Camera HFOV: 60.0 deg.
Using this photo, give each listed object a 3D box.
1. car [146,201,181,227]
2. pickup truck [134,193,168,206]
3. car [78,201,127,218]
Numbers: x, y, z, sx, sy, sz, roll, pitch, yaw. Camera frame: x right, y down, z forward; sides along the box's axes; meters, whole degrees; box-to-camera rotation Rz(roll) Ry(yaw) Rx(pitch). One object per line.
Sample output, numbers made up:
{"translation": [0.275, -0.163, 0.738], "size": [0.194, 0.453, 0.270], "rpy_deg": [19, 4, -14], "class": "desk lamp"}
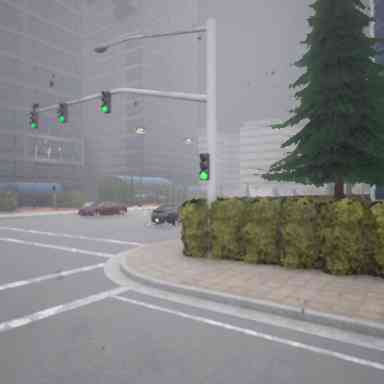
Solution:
{"translation": [-0.912, 1.588, 23.877], "size": [1.837, 1.490, 4.892], "rpy_deg": [0, 0, 35], "class": "car"}
{"translation": [-7.260, 1.237, 55.899], "size": [6.274, 2.098, 2.390], "rpy_deg": [0, 0, -24], "class": "pickup truck"}
{"translation": [-8.425, 1.595, 31.625], "size": [1.882, 1.535, 5.008], "rpy_deg": [0, 0, 35], "class": "car"}
